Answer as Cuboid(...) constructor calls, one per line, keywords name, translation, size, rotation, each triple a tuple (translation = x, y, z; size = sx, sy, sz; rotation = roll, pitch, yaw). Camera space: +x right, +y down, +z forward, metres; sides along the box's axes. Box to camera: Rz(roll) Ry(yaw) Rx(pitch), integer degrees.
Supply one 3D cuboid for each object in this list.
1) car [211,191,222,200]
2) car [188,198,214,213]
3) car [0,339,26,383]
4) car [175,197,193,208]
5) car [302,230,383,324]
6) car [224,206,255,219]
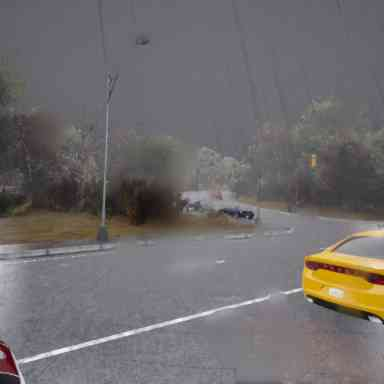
Cuboid(name="car", translation=(5.757, 0.764, 78.587), size=(2.150, 2.045, 5.566), rotation=(2, 2, -1))
Cuboid(name="car", translation=(1.472, 1.922, 44.055), size=(1.837, 1.490, 4.892), rotation=(2, 0, -18))
Cuboid(name="car", translation=(-3.190, 1.353, 1.475), size=(4.553, 1.767, 2.097), rotation=(0, 0, -35))
Cuboid(name="car", translation=(-1.282, 1.694, 53.666), size=(1.994, 1.385, 4.181), rotation=(2, 2, -14))
Cuboid(name="car", translation=(4.400, 1.543, 6.895), size=(5.008, 1.535, 1.882), rotation=(1, -1, -35))
Cuboid(name="car", translation=(4.716, 2.144, 35.321), size=(1.895, 1.301, 4.718), rotation=(3, -1, -22))
